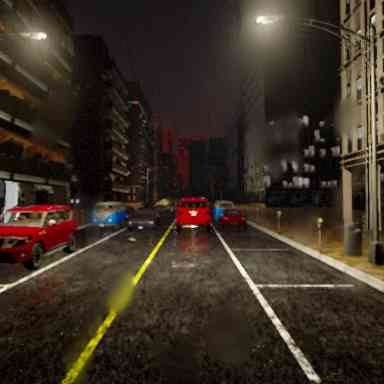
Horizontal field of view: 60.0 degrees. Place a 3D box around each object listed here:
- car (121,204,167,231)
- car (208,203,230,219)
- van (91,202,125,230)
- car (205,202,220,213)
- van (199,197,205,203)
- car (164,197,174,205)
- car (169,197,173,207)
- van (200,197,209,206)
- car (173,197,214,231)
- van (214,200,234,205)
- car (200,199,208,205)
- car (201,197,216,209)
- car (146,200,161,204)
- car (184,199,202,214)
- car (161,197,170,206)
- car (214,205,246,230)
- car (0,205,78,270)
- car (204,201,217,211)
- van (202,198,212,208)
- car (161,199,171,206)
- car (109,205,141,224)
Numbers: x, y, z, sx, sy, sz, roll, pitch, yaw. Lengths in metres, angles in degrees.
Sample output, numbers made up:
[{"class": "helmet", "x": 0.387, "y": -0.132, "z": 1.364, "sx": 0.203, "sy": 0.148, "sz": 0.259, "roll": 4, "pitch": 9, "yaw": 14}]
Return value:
[{"class": "car", "x": -3.091, "y": 1.776, "z": 22.606, "sx": 2.033, "sy": 1.411, "sz": 5.357, "roll": 0, "pitch": -1, "yaw": 0}, {"class": "car", "x": 2.719, "y": 1.889, "z": 34.046, "sx": 1.887, "sy": 1.381, "sz": 4.507, "roll": 1, "pitch": -1, "yaw": 0}, {"class": "van", "x": -5.629, "y": 1.572, "z": 22.856, "sx": 1.690, "sy": 1.788, "sz": 3.998, "roll": 1, "pitch": -1, "yaw": 0}, {"class": "car", "x": 2.722, "y": 2.038, "z": 45.140, "sx": 1.802, "sy": 1.307, "sz": 4.206, "roll": 1, "pitch": -1, "yaw": 0}, {"class": "van", "x": 2.746, "y": 2.291, "z": 94.231, "sx": 1.690, "sy": 1.788, "sz": 3.998, "roll": 1, "pitch": -1, "yaw": 0}, {"class": "car", "x": -5.637, "y": 2.153, "z": 83.201, "sx": 2.192, "sy": 1.841, "sz": 5.009, "roll": 1, "pitch": -1, "yaw": 0}, {"class": "car", "x": -2.996, "y": 2.143, "z": 63.768, "sx": 1.837, "sy": 1.490, "sz": 4.892, "roll": 0, "pitch": 0, "yaw": 1}, {"class": "van", "x": 2.738, "y": 2.069, "z": 72.200, "sx": 1.690, "sy": 1.788, "sz": 3.998, "roll": 1, "pitch": -1, "yaw": 0}, {"class": "car", "x": 0.108, "y": 1.451, "z": 22.595, "sx": 2.150, "sy": 2.045, "sz": 5.566, "roll": 0, "pitch": 0, "yaw": 0}, {"class": "van", "x": 2.720, "y": 1.630, "z": 28.500, "sx": 1.690, "sy": 1.788, "sz": 3.998, "roll": 1, "pitch": -1, "yaw": 0}, {"class": "car", "x": 2.735, "y": 2.365, "z": 77.705, "sx": 1.802, "sy": 1.307, "sz": 4.206, "roll": 1, "pitch": -1, "yaw": 0}, {"class": "car", "x": 2.732, "y": 1.877, "z": 55.677, "sx": 2.192, "sy": 1.841, "sz": 5.009, "roll": 1, "pitch": -1, "yaw": 0}, {"class": "car", "x": -5.625, "y": 2.036, "z": 45.040, "sx": 1.802, "sy": 1.307, "sz": 4.206, "roll": 1, "pitch": -1, "yaw": 0}, {"class": "car", "x": 0.117, "y": 1.774, "z": 41.760, "sx": 2.097, "sy": 1.767, "sz": 4.553, "roll": 0, "pitch": -1, "yaw": 0}, {"class": "car", "x": -5.650, "y": 2.140, "z": 60.985, "sx": 1.752, "sy": 1.417, "sz": 4.829, "roll": 1, "pitch": -1, "yaw": 0}, {"class": "car", "x": 2.713, "y": 1.815, "z": 22.950, "sx": 1.802, "sy": 1.307, "sz": 4.206, "roll": 1, "pitch": -1, "yaw": 0}, {"class": "car", "x": -5.633, "y": 1.435, "z": 11.764, "sx": 2.192, "sy": 1.841, "sz": 5.009, "roll": 1, "pitch": -1, "yaw": 0}, {"class": "car", "x": 2.724, "y": 2.088, "z": 50.167, "sx": 1.802, "sy": 1.307, "sz": 4.206, "roll": 1, "pitch": -1, "yaw": 0}, {"class": "van", "x": 2.733, "y": 1.958, "z": 61.185, "sx": 1.690, "sy": 1.788, "sz": 3.998, "roll": 1, "pitch": -1, "yaw": 0}, {"class": "car", "x": -5.646, "y": 2.250, "z": 72.007, "sx": 1.752, "sy": 1.417, "sz": 4.829, "roll": 1, "pitch": -1, "yaw": 0}, {"class": "car", "x": -5.632, "y": 1.869, "z": 28.401, "sx": 1.802, "sy": 1.307, "sz": 4.206, "roll": 1, "pitch": -1, "yaw": 0}]
